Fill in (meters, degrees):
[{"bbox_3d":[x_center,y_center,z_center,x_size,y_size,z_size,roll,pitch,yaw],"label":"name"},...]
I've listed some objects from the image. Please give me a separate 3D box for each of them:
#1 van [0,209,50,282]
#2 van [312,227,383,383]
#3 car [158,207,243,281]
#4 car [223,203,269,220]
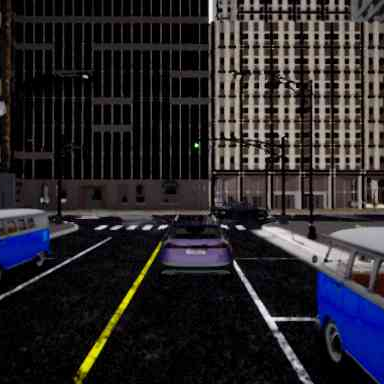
[{"bbox_3d":[-5.314,1.386,8.905,1.690,1.788,3.998,0,0,0],"label":"van"},{"bbox_3d":[2.569,1.358,3.225,1.690,1.788,3.998,0,0,0],"label":"van"},{"bbox_3d":[0.097,1.482,10.078,2.033,1.649,4.856,0,0,0],"label":"car"},{"bbox_3d":[4.059,1.668,27.958,5.357,1.411,2.033,0,-1,-35],"label":"car"}]
